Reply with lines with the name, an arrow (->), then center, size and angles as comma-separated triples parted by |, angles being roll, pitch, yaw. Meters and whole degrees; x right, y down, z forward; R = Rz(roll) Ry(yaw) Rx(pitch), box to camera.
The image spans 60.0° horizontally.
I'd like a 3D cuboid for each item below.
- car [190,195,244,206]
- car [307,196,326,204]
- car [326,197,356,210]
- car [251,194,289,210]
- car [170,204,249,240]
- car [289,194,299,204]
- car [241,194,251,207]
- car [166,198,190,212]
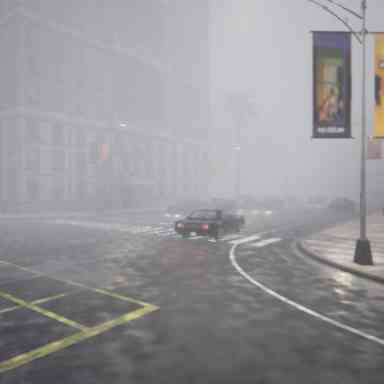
car -> 2.393, 1.295, 30.245 | 2.128, 1.511, 4.902 | 0, 0, 37
car -> 20.003, 1.233, 52.960 | 1.895, 1.301, 4.718 | 0, 0, 38
car -> 16.909, 1.300, 37.321 | 1.994, 1.385, 4.181 | 0, 0, 38
car -> 9.221, 1.214, 39.153 | 1.882, 1.535, 5.008 | 0, 0, 38
car -> 1.070, 1.494, 16.388 | 1.895, 1.301, 4.718 | 0, 0, 27
car -> 15.347, 1.134, 52.705 | 2.128, 1.511, 4.902 | 0, 0, 38
car -> 6.201, 1.082, 40.965 | 2.097, 1.767, 4.553 | 0, 0, 38
car -> -0.188, 1.340, 32.656 | 2.033, 1.411, 5.357 | 0, 0, 36
